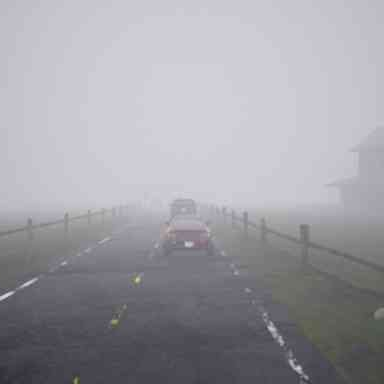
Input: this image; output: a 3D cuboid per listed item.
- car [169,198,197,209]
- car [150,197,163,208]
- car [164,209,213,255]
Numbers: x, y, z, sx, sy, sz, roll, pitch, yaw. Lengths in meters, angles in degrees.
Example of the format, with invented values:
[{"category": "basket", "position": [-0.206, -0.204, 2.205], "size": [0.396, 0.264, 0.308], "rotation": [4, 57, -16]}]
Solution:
[{"category": "car", "position": [-0.737, 1.532, 27.621], "size": [2.150, 2.045, 5.566], "rotation": [0, 0, -3]}, {"category": "car", "position": [-6.979, 1.990, 64.790], "size": [2.150, 2.045, 5.566], "rotation": [0, -1, -7]}, {"category": "car", "position": [-0.166, 1.679, 13.929], "size": [1.812, 1.442, 4.674], "rotation": [0, 0, -1]}]
